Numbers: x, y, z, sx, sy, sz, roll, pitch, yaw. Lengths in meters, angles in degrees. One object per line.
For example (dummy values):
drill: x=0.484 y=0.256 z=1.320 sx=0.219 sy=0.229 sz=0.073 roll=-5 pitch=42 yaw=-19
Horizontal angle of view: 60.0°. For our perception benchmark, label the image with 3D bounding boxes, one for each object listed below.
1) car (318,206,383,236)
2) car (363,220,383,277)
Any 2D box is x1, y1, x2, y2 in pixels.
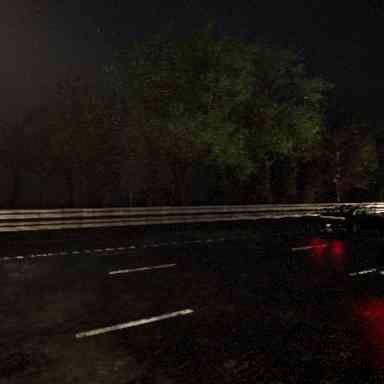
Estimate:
car: x=9.025 y=1.519 z=18.336 sx=4.902 sy=1.511 sz=2.128 roll=0 pitch=0 yaw=-33
car: x=6.678 y=1.545 z=8.481 sx=4.892 sy=1.490 sz=1.837 roll=0 pitch=0 yaw=-33
